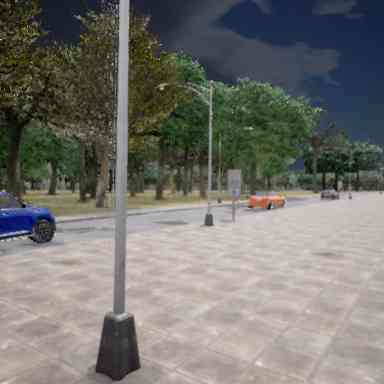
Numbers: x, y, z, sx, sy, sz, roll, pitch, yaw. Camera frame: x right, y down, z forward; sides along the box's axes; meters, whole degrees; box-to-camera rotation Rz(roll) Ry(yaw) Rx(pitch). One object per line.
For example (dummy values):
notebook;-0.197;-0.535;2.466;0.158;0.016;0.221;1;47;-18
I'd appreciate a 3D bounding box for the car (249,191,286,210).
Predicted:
car;7.049;0.644;30.715;2.097;1.767;4.553;2;2;35

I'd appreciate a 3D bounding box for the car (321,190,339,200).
car;20.793;0.376;50.056;2.128;1.511;4.902;2;2;35

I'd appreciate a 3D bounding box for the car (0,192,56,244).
car;-7.128;0.956;11.189;2.150;2.045;5.566;-1;1;17
